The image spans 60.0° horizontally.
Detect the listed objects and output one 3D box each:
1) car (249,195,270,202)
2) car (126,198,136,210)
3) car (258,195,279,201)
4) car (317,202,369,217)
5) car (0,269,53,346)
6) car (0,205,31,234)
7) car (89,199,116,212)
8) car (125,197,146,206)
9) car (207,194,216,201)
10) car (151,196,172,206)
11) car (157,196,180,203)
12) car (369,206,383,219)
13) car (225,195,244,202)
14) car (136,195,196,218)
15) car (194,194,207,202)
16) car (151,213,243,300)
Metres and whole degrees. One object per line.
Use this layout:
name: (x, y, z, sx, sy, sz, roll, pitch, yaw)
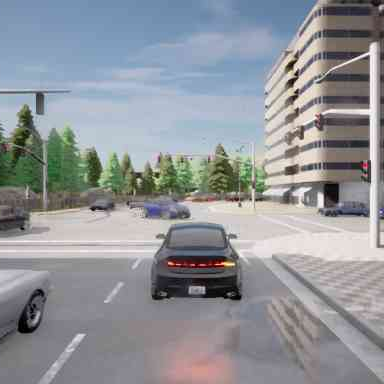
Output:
car: (15.170, 1.595, 74.804, 4.718, 1.301, 1.895, 0, 0, -33)
car: (-6.880, 1.601, 43.490, 1.895, 1.301, 4.718, 0, 0, 2)
car: (18.493, 1.500, 80.591, 4.892, 1.490, 1.837, 0, 0, -22)
car: (14.595, 1.603, 31.027, 5.357, 1.411, 2.033, 0, 0, 0)
car: (-3.427, 1.601, 3.832, 1.895, 1.301, 4.718, 0, 0, 0)
car: (-10.572, 1.509, 18.011, 1.837, 1.490, 4.892, 0, 0, 0)
car: (-10.472, 1.547, 39.426, 2.033, 1.411, 5.357, 0, 0, 1)
car: (-9.295, 1.601, 55.412, 1.895, 1.301, 4.718, 0, 0, 12)
car: (3.644, 1.342, 79.040, 4.553, 1.767, 2.097, 0, 0, -44)
car: (-5.191, 1.478, 57.769, 1.882, 1.535, 5.008, 0, 0, 17)
car: (-4.784, 1.547, 68.245, 2.033, 1.411, 5.357, 0, 0, 28)
car: (17.692, 1.581, 27.518, 4.674, 1.442, 1.812, 0, 0, 0)
car: (9.696, 1.478, 75.074, 5.008, 1.535, 1.882, 0, 0, -41)
car: (-2.261, 1.374, 27.973, 2.097, 1.767, 4.553, 0, 0, -45)
car: (0.468, 1.355, 70.110, 2.097, 1.767, 4.553, 0, 0, 34)
car: (0.114, 1.505, 8.354, 1.837, 1.490, 4.892, 0, 0, 1)
